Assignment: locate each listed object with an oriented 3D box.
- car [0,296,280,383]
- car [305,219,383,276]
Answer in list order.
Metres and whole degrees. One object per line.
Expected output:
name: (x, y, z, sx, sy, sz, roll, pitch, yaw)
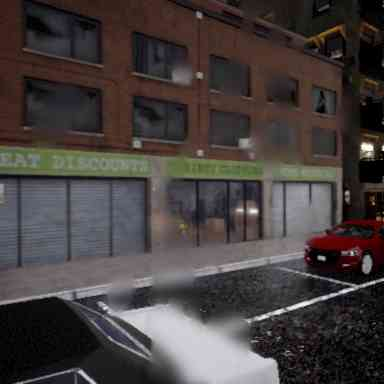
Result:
car: (-1.672, 1.601, 2.159, 4.718, 1.301, 1.895, 0, 0, -35)
car: (5.376, 1.569, 10.399, 4.507, 1.381, 1.887, 0, -1, -35)
